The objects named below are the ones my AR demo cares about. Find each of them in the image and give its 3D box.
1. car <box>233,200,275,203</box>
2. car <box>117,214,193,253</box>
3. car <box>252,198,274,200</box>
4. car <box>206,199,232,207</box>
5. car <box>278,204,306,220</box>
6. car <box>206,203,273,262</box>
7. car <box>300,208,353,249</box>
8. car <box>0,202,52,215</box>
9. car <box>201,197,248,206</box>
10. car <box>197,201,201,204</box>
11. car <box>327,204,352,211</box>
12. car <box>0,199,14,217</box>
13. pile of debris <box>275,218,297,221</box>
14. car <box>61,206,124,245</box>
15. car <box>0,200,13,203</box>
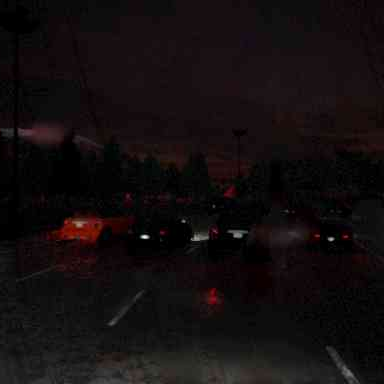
[{"bbox_3d":[6.300,1.843,32.807,2.033,1.411,5.357,0,-1,32],"label":"car"},{"bbox_3d":[-1.303,1.689,14.488,1.994,1.385,4.181,0,-1,13],"label":"car"},{"bbox_3d":[14.014,1.931,62.657,4.553,1.767,2.097,1,-1,-43],"label":"car"},{"bbox_3d":[5.241,2.114,64.031,5.357,1.411,2.033,1,-1,-43],"label":"car"},{"bbox_3d":[9.914,1.840,32.039,2.033,1.411,5.357,0,-1,33],"label":"car"},{"bbox_3d":[1.946,1.468,12.970,2.097,1.767,4.553,0,-1,12],"label":"car"},{"bbox_3d":[6.110,1.668,15.263,1.812,1.442,4.674,0,-1,16],"label":"car"},{"bbox_3d":[-12.729,1.731,25.499,1.812,1.442,4.674,0,-1,20],"label":"car"},{"bbox_3d":[3.552,1.532,34.838,2.150,2.045,5.566,0,0,31],"label":"car"},{"bbox_3d":[2.903,2.144,66.628,4.181,1.385,1.994,1,-1,-43],"label":"car"},{"bbox_3d":[14.034,1.846,31.910,2.033,1.411,5.357,0,-1,35],"label":"car"},{"bbox_3d":[-20.742,1.617,33.608,2.097,1.767,4.553,0,-1,23],"label":"car"},{"bbox_3d":[8.442,2.449,29.931,1.500,0.140,1.860,0,-1,30],"label":"pile of debris"},{"bbox_3d":[-4.359,1.491,16.550,2.097,1.767,4.553,0,0,15],"label":"car"},{"bbox_3d":[-15.767,1.569,27.305,2.097,1.767,4.553,0,-1,21],"label":"car"}]
